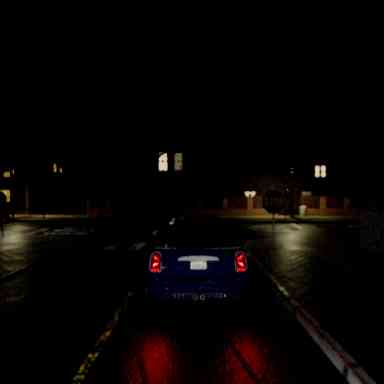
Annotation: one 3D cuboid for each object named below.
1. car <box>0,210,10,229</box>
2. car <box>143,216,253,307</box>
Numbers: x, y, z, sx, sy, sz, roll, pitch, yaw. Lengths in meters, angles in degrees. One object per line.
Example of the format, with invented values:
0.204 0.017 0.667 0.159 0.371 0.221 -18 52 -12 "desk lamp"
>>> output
-13.467 1.252 18.970 5.566 2.045 2.150 0 1 2 "car"
0.064 1.351 8.171 2.097 1.767 4.553 0 0 -1 "car"
